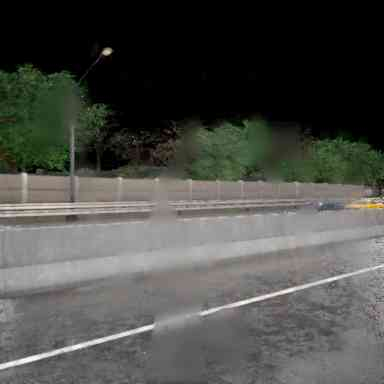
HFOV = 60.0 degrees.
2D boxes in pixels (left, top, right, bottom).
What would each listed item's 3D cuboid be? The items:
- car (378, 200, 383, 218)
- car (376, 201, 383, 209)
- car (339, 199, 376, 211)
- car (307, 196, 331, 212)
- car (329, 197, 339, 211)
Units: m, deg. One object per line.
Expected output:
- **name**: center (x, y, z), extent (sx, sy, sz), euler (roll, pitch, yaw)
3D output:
- **car**: center (19.343, 1.505, 30.540), extent (5.008, 1.535, 1.882), euler (0, 0, -35)
- **car**: center (7.598, 1.229, 9.149), extent (5.566, 2.045, 2.150), euler (0, 0, -35)
- **car**: center (17.327, 1.504, 33.400), extent (5.008, 1.535, 1.882), euler (0, 0, -35)
- **car**: center (15.764, 1.381, 39.955), extent (4.553, 1.767, 2.097), euler (0, 0, -38)
- **car**: center (18.059, 1.595, 38.083), extent (4.181, 1.385, 1.994), euler (0, 0, -35)
